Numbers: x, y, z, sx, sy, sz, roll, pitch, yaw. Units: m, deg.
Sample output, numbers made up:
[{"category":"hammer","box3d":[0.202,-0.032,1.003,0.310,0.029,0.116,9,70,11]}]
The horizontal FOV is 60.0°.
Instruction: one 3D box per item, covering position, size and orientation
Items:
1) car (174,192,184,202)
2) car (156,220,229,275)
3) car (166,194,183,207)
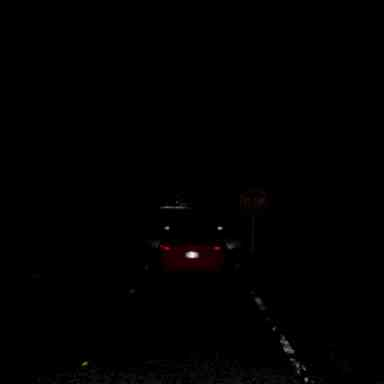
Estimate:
[{"category":"car","box3d":[-2.774,1.097,67.257,2.150,2.045,5.566,0,1,0]},{"category":"car","box3d":[0.045,1.562,10.432,1.994,1.385,4.181,0,0,1]},{"category":"car","box3d":[-2.840,1.431,51.287,1.837,1.490,4.892,0,0,0]}]
